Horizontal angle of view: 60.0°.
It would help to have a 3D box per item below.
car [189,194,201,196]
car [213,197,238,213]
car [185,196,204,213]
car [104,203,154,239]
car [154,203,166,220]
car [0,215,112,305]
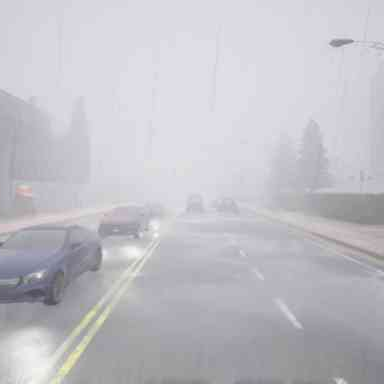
[{"bbox_3d":[0.391,1.223,47.220,2.150,2.045,5.566,0,0,1],"label":"car"},{"bbox_3d":[3.791,1.353,36.490,2.097,1.767,4.553,0,0,0],"label":"car"},{"bbox_3d":[0.290,1.505,36.364,1.837,1.490,4.892,0,0,0],"label":"car"},{"bbox_3d":[-3.435,1.477,17.589,1.882,1.535,5.008,0,0,1],"label":"car"},{"bbox_3d":[-3.287,1.563,27.470,1.994,1.385,4.181,0,0,0],"label":"car"},{"bbox_3d":[-3.542,1.525,8.197,1.812,1.442,4.674,0,0,0],"label":"car"}]
